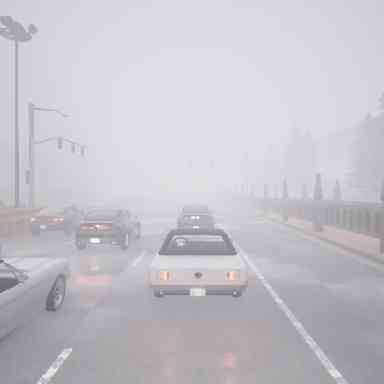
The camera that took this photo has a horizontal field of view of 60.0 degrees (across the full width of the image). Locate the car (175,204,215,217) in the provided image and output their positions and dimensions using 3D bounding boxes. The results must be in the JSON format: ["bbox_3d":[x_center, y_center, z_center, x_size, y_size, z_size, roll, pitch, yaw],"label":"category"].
[{"bbox_3d":[0.186,1.384,17.631,1.837,1.490,4.892,0,0,0],"label":"car"}]

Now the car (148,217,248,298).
[{"bbox_3d":[0.131,1.549,8.371,1.895,1.301,4.718,0,0,0],"label":"car"}]

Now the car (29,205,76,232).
[{"bbox_3d":[-6.843,1.405,17.537,1.812,1.442,4.674,0,0,-1],"label":"car"}]

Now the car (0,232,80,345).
[{"bbox_3d":[-3.385,1.576,4.682,1.895,1.301,4.718,0,0,0],"label":"car"}]

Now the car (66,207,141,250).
[{"bbox_3d":[-3.338,1.411,13.908,1.837,1.490,4.892,0,0,0],"label":"car"}]

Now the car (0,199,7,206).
[{"bbox_3d":[-13.890,1.254,21.673,2.097,1.767,4.553,0,0,0],"label":"car"}]
